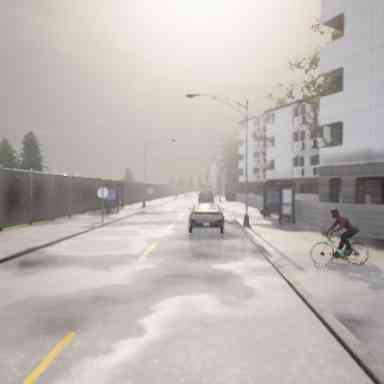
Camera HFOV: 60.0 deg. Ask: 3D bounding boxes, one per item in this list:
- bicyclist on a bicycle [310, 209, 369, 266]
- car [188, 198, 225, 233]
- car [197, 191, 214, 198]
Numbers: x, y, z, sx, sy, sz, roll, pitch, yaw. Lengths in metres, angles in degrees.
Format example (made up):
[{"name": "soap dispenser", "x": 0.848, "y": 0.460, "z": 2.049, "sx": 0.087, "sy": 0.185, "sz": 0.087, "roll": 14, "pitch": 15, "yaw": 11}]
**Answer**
[{"name": "bicyclist on a bicycle", "x": 4.179, "y": 1.294, "z": 9.397, "sx": 1.656, "sy": 1.620, "sz": 0.582, "roll": 0, "pitch": 3, "yaw": 2}, {"name": "car", "x": 0.803, "y": 1.336, "z": 18.575, "sx": 2.128, "sy": 1.511, "sz": 4.902, "roll": 0, "pitch": 0, "yaw": 2}, {"name": "car", "x": 1.935, "y": 0.837, "z": 46.433, "sx": 2.150, "sy": 2.045, "sz": 5.566, "roll": 0, "pitch": 1, "yaw": 2}]
